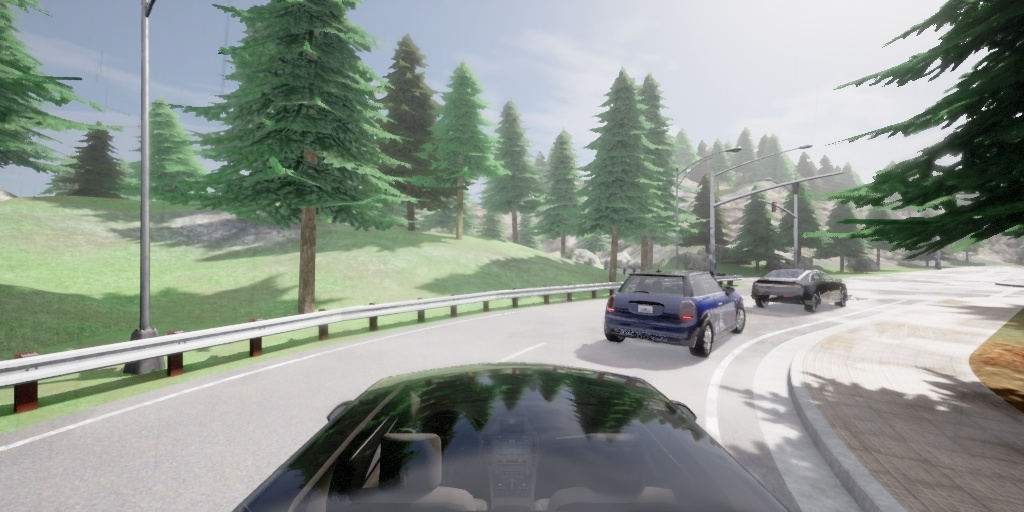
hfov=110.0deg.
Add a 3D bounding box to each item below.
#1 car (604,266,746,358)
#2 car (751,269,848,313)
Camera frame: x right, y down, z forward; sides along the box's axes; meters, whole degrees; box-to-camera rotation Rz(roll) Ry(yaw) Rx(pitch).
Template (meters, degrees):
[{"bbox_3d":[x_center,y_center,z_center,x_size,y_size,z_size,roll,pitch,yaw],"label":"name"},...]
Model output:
[{"bbox_3d":[4.176,1.109,8.893,2.097,1.767,4.553,0,0,43],"label":"car"},{"bbox_3d":[11.363,1.256,14.096,4.902,1.511,2.128,0,0,-32],"label":"car"}]
